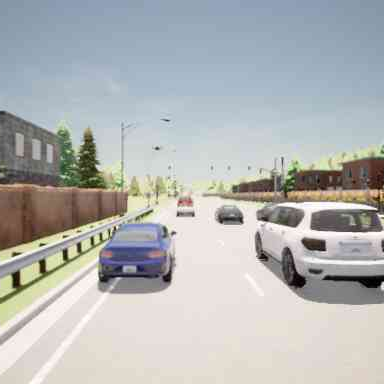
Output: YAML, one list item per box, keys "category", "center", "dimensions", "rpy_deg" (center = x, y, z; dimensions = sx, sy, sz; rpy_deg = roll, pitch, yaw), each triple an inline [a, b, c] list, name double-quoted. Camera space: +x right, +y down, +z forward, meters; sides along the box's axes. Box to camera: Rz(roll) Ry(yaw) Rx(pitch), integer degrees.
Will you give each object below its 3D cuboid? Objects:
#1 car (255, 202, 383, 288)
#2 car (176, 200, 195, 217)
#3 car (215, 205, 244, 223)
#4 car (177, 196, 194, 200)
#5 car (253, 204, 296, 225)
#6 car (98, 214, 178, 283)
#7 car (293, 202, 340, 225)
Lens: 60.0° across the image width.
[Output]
- category: "car"
  center: [3.380, 1.301, 9.649]
  dimensions: [2.150, 2.045, 5.566]
  rpy_deg: [0, 0, -1]
- category: "car"
  center: [-0.648, 1.848, 34.877]
  dimensions: [1.895, 1.301, 4.718]
  rpy_deg: [0, 0, -1]
- category: "car"
  center: [3.031, 1.768, 27.599]
  dimensions: [1.994, 1.385, 4.181]
  rpy_deg: [0, 0, -1]
- category: "car"
  center: [-0.872, 1.538, 44.762]
  dimensions: [2.150, 2.045, 5.566]
  rpy_deg: [0, 0, -1]
- category: "car"
  center: [6.542, 1.755, 27.064]
  dimensions: [2.033, 1.411, 5.357]
  rpy_deg: [0, 0, -1]
- category: "car"
  center: [-1.451, 1.593, 9.812]
  dimensions: [1.812, 1.442, 4.674]
  rpy_deg: [0, 0, -1]
- category: "car"
  center: [10.037, 1.696, 27.336]
  dimensions: [1.882, 1.535, 5.008]
  rpy_deg: [0, 0, -1]
